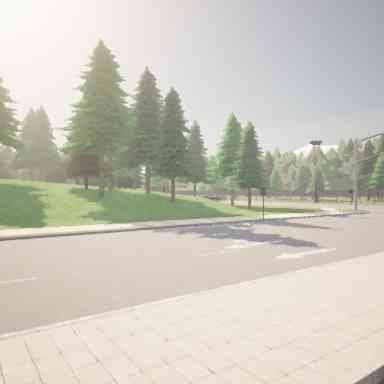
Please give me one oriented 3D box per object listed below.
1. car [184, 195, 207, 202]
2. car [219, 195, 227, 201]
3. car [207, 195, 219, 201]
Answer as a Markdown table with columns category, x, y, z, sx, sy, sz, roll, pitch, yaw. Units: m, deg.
| category | x | y | z | sx | sy | sz | roll | pitch | yaw |
| --- | --- | --- | --- | --- | --- | --- | --- | --- | --- |
| car | 0.787 | 1.461 | 77.601 | 1.812 | 1.442 | 4.674 | 0 | 0 | -35 |
| car | 6.519 | 1.462 | 81.619 | 2.128 | 1.511 | 4.902 | 0 | 0 | -35 |
| car | 3.670 | 1.532 | 79.586 | 1.895 | 1.301 | 4.718 | 0 | 0 | -35 |
